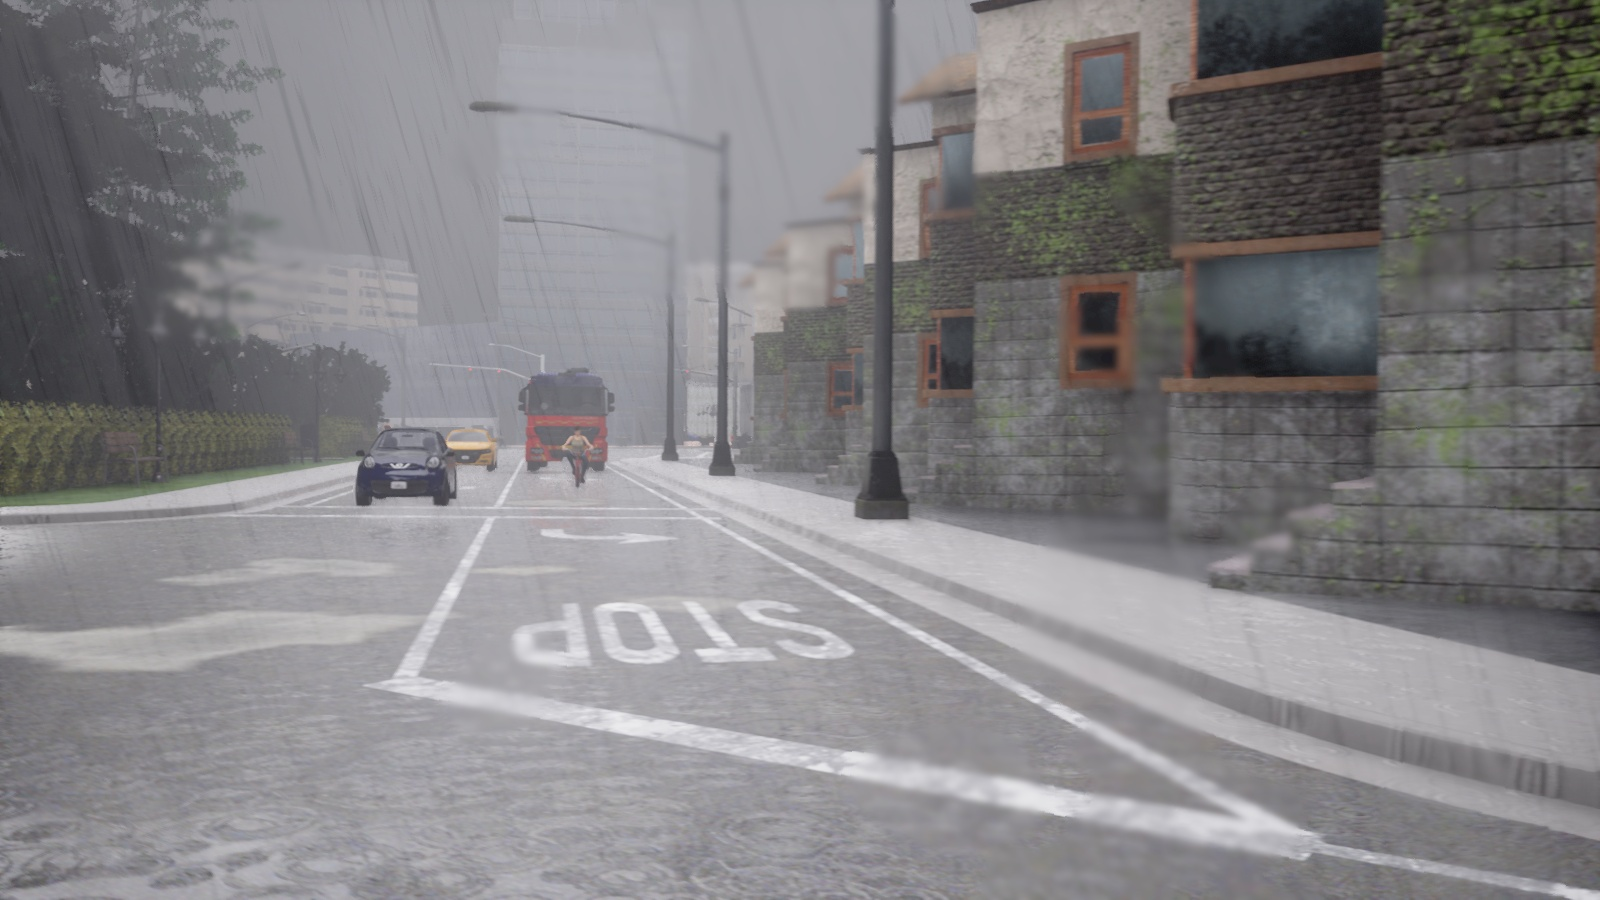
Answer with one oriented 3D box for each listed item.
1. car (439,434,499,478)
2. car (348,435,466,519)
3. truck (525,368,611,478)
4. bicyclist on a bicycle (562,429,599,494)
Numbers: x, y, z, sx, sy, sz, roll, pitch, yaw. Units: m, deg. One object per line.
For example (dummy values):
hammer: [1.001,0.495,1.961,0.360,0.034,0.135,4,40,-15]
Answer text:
car: [-12.174,0.179,46.420,1.882,1.535,5.008,-1,1,-12]
car: [-7.677,0.472,24.825,1.845,1.501,3.633,-1,1,-12]
truck: [-8.955,-1.014,48.040,2.891,3.827,8.468,-1,1,-12]
bicyclist on a bicycle: [-5.661,0.273,32.352,0.866,1.612,1.509,-1,1,-11]
